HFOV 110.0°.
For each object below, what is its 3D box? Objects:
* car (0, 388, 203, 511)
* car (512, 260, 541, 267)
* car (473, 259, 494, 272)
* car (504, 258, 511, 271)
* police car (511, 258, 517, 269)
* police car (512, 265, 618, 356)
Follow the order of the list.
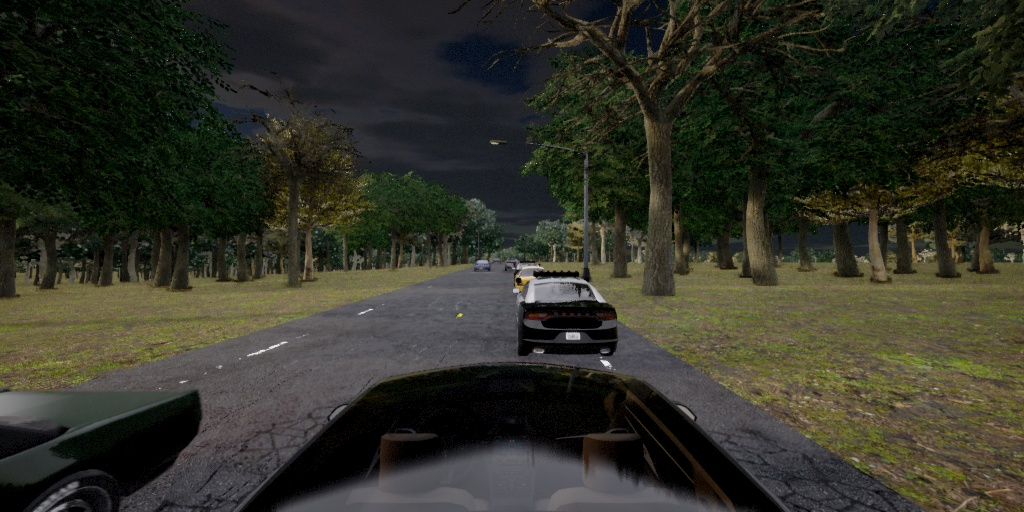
[{"bbox_3d":[-3.601,1.351,0.826,1.895,1.301,4.718,0,0,0],"label":"car"},{"bbox_3d":[1.057,1.192,18.850,1.801,1.575,5.366,0,0,0],"label":"car"},{"bbox_3d":[-3.582,1.174,43.876,1.812,1.442,4.674,0,0,0],"label":"car"},{"bbox_3d":[0.036,1.130,45.977,2.128,1.511,4.902,0,0,1],"label":"car"},{"bbox_3d":[1.060,1.148,24.770,1.930,1.638,5.238,0,0,0],"label":"police car"},{"bbox_3d":[1.054,1.174,8.767,1.930,1.638,5.238,0,0,0],"label":"police car"}]
